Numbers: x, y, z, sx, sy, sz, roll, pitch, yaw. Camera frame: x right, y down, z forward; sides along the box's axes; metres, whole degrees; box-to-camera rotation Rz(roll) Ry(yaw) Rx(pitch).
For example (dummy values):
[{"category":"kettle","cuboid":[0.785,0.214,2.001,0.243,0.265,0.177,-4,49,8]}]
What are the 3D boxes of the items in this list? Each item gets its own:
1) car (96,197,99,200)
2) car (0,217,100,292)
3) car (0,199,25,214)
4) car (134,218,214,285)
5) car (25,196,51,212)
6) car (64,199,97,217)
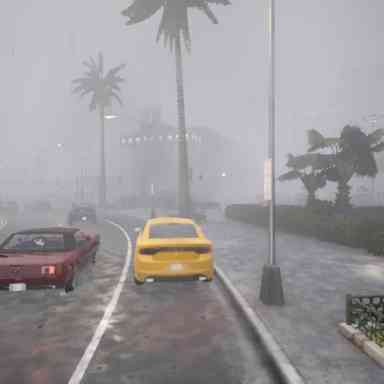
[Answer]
[{"category":"car","cuboid":[-26.404,1.549,85.596,4.718,1.301,1.895,0,0,24]},{"category":"car","cuboid":[-3.699,1.598,8.810,1.895,1.301,4.718,0,0,-6]},{"category":"car","cuboid":[-20.063,1.473,35.436,2.128,1.511,4.902,0,0,-44]},{"category":"car","cuboid":[-0.642,1.476,9.657,1.882,1.535,5.008,0,0,-7]},{"category":"car","cuboid":[-17.765,1.488,38.049,1.837,1.490,4.892,1,0,-45]},{"category":"car","cuboid":[-8.203,1.498,24.397,1.837,1.490,4.892,0,0,-24]}]
